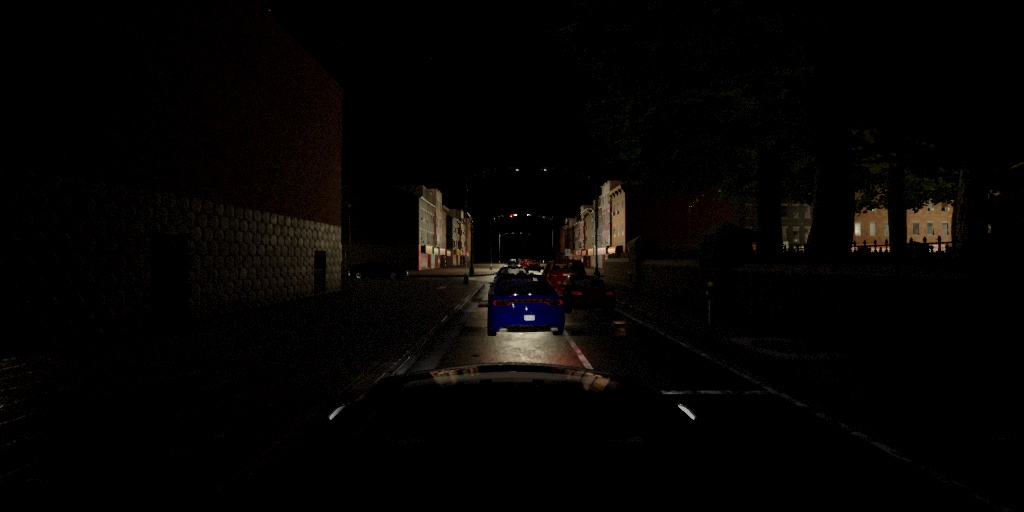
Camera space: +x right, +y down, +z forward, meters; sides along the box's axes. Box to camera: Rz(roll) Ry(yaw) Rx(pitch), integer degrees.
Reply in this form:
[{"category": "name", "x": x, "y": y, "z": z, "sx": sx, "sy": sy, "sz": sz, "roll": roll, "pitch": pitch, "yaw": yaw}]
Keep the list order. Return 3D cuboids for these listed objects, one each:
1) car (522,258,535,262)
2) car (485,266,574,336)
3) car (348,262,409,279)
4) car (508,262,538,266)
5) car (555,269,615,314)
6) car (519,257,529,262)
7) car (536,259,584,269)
[{"category": "car", "x": 2.668, "y": 1.350, "z": 45.389, "sx": 1.888, "sy": 1.381, "sz": 4.507, "roll": 0, "pitch": 0, "yaw": 0}, {"category": "car", "x": 0.230, "y": 1.230, "z": 10.485, "sx": 1.882, "sy": 1.535, "sz": 5.008, "roll": 0, "pitch": 0, "yaw": -4}, {"category": "car", "x": -11.307, "y": 1.245, "z": 30.544, "sx": 4.892, "sy": 1.490, "sz": 1.837, "roll": 0, "pitch": -1, "yaw": 0}, {"category": "car", "x": 0.081, "y": 1.236, "z": 18.007, "sx": 1.882, "sy": 1.535, "sz": 5.008, "roll": 0, "pitch": 0, "yaw": 1}, {"category": "car", "x": 2.646, "y": 1.336, "z": 13.511, "sx": 1.802, "sy": 1.307, "sz": 4.207, "roll": 0, "pitch": 0, "yaw": 0}, {"category": "car", "x": 2.680, "y": 1.395, "z": 61.701, "sx": 1.888, "sy": 1.381, "sz": 4.507, "roll": 0, "pitch": 0, "yaw": 0}, {"category": "car", "x": 2.650, "y": 1.074, "z": 18.960, "sx": 2.192, "sy": 1.841, "sz": 5.009, "roll": 0, "pitch": 0, "yaw": 0}]
